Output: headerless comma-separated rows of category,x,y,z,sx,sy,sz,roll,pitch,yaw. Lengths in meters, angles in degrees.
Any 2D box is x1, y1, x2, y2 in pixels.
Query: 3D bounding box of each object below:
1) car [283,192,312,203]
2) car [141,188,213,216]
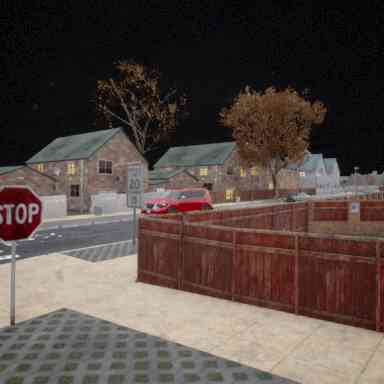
car,11.846,0.703,37.313,1.994,1.385,4.181,1,2,41
car,-0.862,0.791,22.380,2.150,2.045,5.566,1,2,40
